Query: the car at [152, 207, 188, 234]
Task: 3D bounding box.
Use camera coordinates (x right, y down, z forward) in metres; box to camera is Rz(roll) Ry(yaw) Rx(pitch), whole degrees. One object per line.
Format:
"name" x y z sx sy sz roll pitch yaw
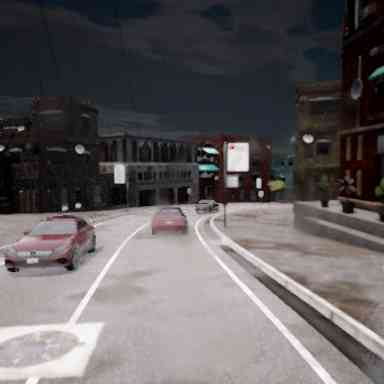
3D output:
"car" -1.225 1.592 19.597 1.994 1.385 4.181 0 0 -1

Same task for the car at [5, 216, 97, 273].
"car" -4.436 1.579 11.186 1.812 1.442 4.674 -1 0 -5

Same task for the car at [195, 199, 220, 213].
"car" 1.870 1.606 38.434 2.128 1.511 4.902 1 0 19
